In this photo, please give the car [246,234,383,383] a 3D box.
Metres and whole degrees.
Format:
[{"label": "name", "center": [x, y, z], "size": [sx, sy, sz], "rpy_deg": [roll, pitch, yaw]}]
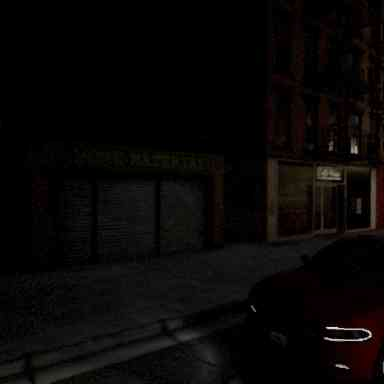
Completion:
[{"label": "car", "center": [3.071, 1.487, 5.448], "size": [5.008, 1.535, 1.882], "rpy_deg": [0, 0, -36]}]
